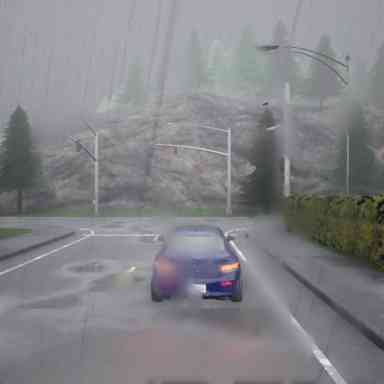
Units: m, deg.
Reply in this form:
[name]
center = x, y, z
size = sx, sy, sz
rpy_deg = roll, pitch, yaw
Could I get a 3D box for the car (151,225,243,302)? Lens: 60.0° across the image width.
[car]
center = 0.107, 1.526, 8.130
size = 1.812, 1.442, 4.674
rpy_deg = 0, 0, 0
